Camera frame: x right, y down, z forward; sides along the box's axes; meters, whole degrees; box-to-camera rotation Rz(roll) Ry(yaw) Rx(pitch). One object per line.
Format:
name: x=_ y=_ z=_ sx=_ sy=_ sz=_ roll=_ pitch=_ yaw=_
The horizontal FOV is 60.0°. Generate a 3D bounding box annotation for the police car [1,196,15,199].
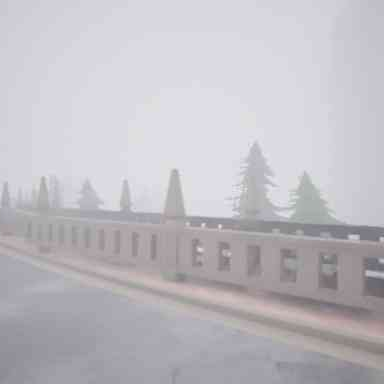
police car: x=-34.678 y=1.602 z=62.897 sx=1.930 sy=1.638 sz=5.238 roll=0 pitch=0 yaw=-5

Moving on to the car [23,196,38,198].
car: x=-34.960 y=1.691 z=71.438 sx=1.882 sy=1.535 sz=5.008 roll=0 pitch=0 yaw=1

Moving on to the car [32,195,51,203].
car: x=-34.745 y=1.588 z=77.038 sx=2.097 sy=1.767 sz=4.553 roll=0 pitch=0 yaw=3
